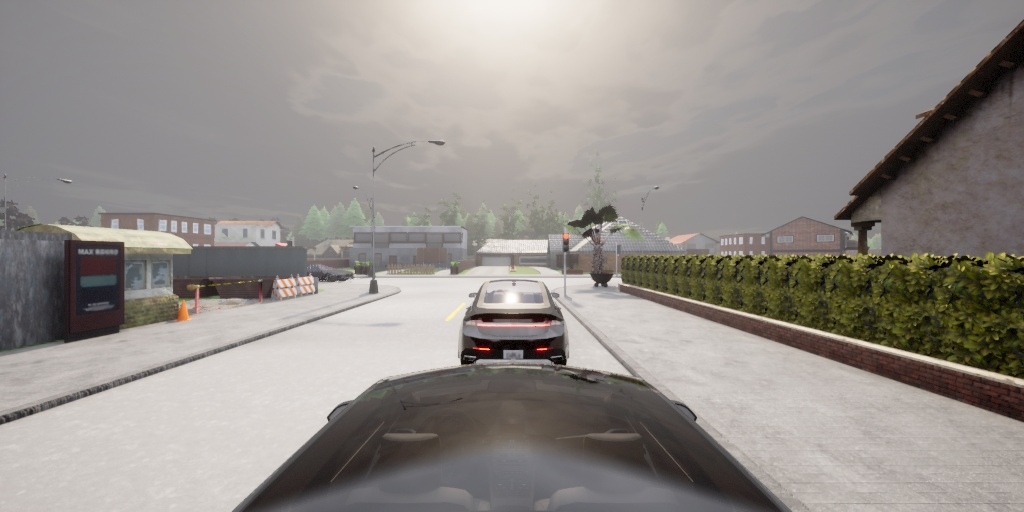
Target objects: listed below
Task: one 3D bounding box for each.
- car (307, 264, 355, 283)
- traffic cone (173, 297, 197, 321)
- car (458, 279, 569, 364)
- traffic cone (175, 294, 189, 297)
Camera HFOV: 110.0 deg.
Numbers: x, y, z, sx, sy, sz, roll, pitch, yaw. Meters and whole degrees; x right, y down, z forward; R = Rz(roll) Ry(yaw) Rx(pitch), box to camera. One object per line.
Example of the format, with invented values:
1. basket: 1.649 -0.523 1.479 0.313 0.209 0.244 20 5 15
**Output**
1. car: -14.728 1.297 26.767 5.357 1.411 2.033 0 0 0
2. traffic cone: -9.672 1.598 10.550 0.344 0.586 0.344 0 0 0
3. car: 0.042 1.242 7.724 2.128 1.511 4.902 0 0 1
4. traffic cone: -10.392 1.568 11.070 0.344 0.586 0.344 0 0 0
